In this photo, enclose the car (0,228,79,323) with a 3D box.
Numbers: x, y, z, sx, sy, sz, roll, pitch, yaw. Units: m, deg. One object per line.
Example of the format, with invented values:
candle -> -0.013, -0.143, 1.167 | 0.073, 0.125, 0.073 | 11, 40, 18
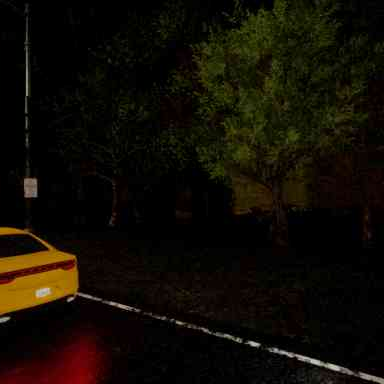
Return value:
car -> -4.439, 1.476, 6.866 | 5.008, 1.535, 1.882 | 0, 1, 36
